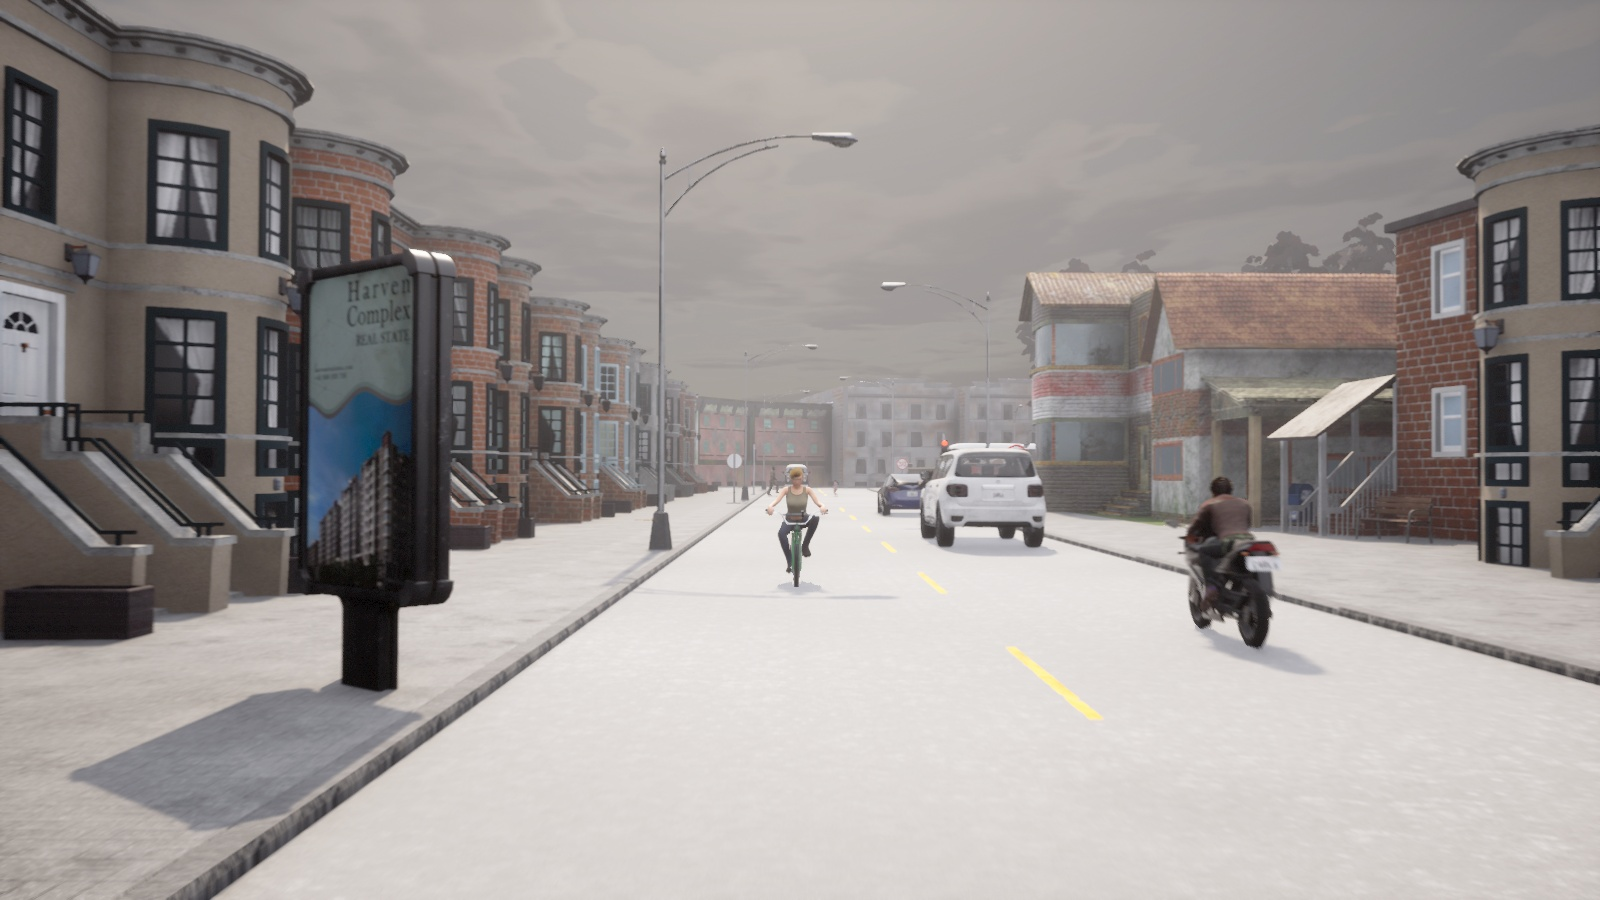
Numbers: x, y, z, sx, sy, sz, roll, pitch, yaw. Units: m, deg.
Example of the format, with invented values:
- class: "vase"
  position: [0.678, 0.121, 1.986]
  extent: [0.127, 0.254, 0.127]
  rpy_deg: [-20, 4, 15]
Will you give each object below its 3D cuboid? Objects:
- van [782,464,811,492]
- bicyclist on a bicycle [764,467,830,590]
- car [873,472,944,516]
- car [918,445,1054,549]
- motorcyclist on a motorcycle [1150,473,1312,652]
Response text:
- class: "van"
  position: [-0.253, 2.116, 94.197]
  extent: [2.069, 2.038, 4.480]
  rpy_deg: [0, -1, 0]
- class: "bicyclist on a bicycle"
  position: [-0.035, 1.040, 17.266]
  extent: [0.866, 1.612, 1.509]
  rpy_deg: [0, -1, 0]
- class: "car"
  position: [3.889, 1.565, 45.756]
  extent: [2.163, 1.488, 4.792]
  rpy_deg: [0, -1, 0]
- class: "car"
  position: [3.935, 0.980, 27.629]
  extent: [2.150, 2.045, 5.566]
  rpy_deg: [0, -1, 0]
- class: "motorcyclist on a motorcycle"
  position: [3.973, 0.978, 11.768]
  extent: [0.797, 1.523, 2.044]
  rpy_deg: [0, -1, 0]
